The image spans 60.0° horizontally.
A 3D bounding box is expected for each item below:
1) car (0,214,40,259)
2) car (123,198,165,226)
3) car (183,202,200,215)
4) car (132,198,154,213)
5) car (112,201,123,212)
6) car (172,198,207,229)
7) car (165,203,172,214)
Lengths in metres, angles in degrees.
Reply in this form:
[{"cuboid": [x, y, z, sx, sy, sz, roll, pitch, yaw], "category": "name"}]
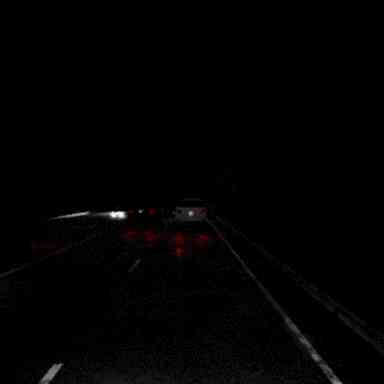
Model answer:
[{"cuboid": [-7.089, 1.591, 11.452, 1.882, 1.535, 5.008, 0, 0, 0], "category": "car"}, {"cuboid": [-3.659, 1.519, 26.349, 2.150, 2.045, 5.566, 0, -1, 0], "category": "car"}, {"cuboid": [-0.032, 2.069, 41.999, 2.033, 1.411, 5.357, 0, -1, 1], "category": "car"}, {"cuboid": [-7.004, 1.835, 48.221, 2.150, 2.045, 5.566, 0, -1, 3], "category": "car"}, {"cuboid": [-10.436, 2.119, 49.209, 2.128, 1.511, 4.902, 0, -1, 3], "category": "car"}, {"cuboid": [-0.090, 1.485, 24.139, 2.150, 2.045, 5.566, 0, -1, 0], "category": "car"}, {"cuboid": [-3.521, 2.095, 42.516, 1.994, 1.385, 4.181, 0, -1, 2], "category": "car"}]
